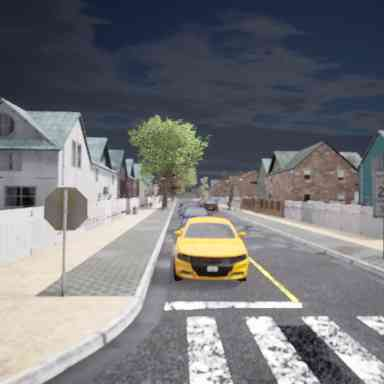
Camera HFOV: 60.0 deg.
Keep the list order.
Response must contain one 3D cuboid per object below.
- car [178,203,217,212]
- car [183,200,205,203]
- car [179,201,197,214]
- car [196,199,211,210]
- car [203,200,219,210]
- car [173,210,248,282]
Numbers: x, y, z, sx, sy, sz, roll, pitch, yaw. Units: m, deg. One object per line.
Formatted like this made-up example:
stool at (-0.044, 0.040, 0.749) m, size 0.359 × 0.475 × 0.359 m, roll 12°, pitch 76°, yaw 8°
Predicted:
car at (0.235, 1.659, 20.171) m, size 1.812 × 1.442 × 4.674 m, roll 1°, pitch 0°, yaw -2°
car at (-0.127, 1.703, 29.765) m, size 1.837 × 1.490 × 4.892 m, roll 1°, pitch 0°, yaw -2°
car at (-0.486, 1.831, 39.720) m, size 1.994 × 1.385 × 4.181 m, roll 1°, pitch 0°, yaw -2°
car at (1.815, 1.946, 52.912) m, size 2.033 × 1.411 × 5.357 m, roll 1°, pitch 0°, yaw -2°
car at (2.268, 1.803, 42.563) m, size 1.882 × 1.535 × 5.008 m, roll 1°, pitch 0°, yaw -2°
car at (0.516, 1.544, 10.222) m, size 1.882 × 1.535 × 5.008 m, roll 1°, pitch -1°, yaw 1°
